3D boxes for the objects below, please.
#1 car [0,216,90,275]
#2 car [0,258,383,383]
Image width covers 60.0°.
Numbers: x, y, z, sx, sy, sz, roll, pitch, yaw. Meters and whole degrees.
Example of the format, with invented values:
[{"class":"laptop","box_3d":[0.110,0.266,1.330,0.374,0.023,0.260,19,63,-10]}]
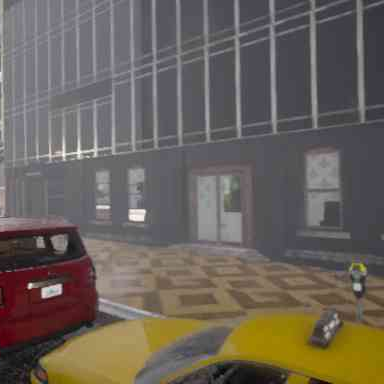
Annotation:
[{"class":"car","box_3d":[-3.689,1.315,5.529,5.009,1.841,2.192,0,-1,36]},{"class":"car","box_3d":[0.687,1.526,2.403,4.829,1.417,1.752,0,-1,36]}]
